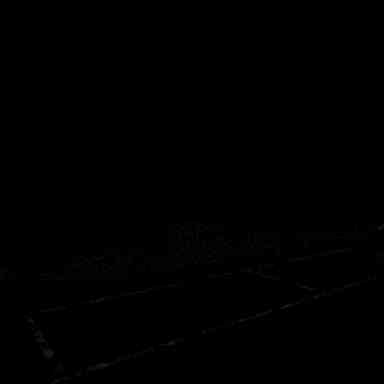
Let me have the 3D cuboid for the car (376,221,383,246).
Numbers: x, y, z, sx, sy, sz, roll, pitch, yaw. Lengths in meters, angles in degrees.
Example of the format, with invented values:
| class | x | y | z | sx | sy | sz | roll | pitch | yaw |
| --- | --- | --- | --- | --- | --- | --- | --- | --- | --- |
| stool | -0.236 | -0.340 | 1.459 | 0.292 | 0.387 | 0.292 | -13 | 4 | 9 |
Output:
| class | x | y | z | sx | sy | sz | roll | pitch | yaw |
| --- | --- | --- | --- | --- | --- | --- | --- | --- | --- |
| car | 8.975 | 1.277 | 13.039 | 4.097 | 1.590 | 1.967 | -1 | 0 | -35 |
